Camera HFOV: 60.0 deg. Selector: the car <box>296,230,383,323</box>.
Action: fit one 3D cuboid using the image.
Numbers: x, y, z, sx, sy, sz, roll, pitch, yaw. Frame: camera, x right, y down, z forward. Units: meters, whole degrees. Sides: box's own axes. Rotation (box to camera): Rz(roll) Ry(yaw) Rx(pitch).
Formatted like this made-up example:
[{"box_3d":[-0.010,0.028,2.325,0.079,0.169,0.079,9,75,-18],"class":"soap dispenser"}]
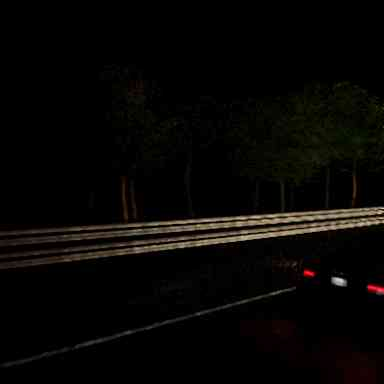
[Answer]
[{"box_3d":[4.483,1.524,6.961,5.357,1.411,2.033,0,0,-35],"class":"car"}]
